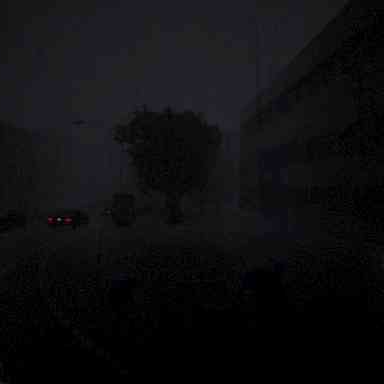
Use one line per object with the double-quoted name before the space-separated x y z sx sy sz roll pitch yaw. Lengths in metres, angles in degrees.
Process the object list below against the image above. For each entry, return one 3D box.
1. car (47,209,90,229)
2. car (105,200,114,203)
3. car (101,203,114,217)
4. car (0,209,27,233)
"car" -9.235 2.002 25.228 2.033 1.411 5.357 1 -1 -4
"car" -15.181 2.248 62.631 1.837 1.490 4.892 1 1 -3
"car" -10.298 2.455 42.564 1.994 1.385 4.181 1 -1 -4
"car" -12.717 1.845 22.232 1.812 1.442 4.674 1 -1 -4
